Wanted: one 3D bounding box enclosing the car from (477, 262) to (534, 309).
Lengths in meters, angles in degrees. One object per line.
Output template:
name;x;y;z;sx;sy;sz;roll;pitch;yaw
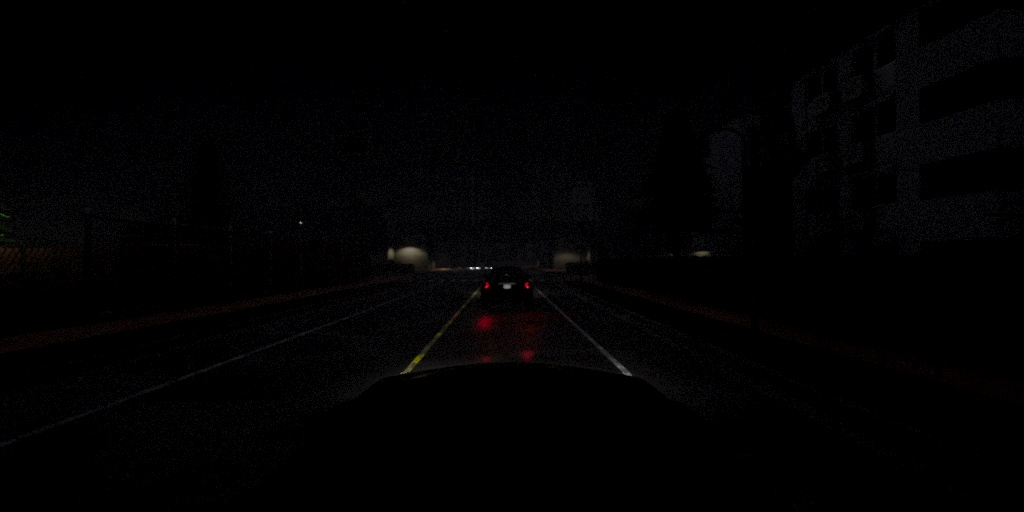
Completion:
car;-0.219;1.237;15.977;2.097;1.767;4.553;0;-1;-1
